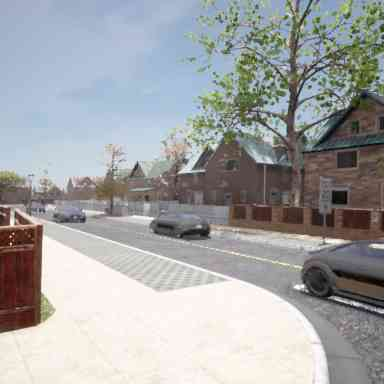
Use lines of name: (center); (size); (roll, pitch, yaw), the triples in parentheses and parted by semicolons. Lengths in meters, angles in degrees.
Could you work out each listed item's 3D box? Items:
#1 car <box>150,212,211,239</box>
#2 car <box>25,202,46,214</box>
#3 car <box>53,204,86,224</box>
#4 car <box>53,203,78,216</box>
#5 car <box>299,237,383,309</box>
car: (-0.766, 1.814, 19.186); (1.994, 1.385, 4.181); (2, -2, -34)
car: (-19.928, 2.000, 42.347); (1.994, 1.385, 4.181); (2, -2, -34)
car: (-10.411, 1.883, 28.154); (1.994, 1.385, 4.181); (2, -2, -34)
car: (-15.692, 2.122, 41.174); (1.994, 1.385, 4.181); (2, -2, -34)
car: (4.260, 1.606, 6.521); (1.994, 1.385, 4.181); (1, -1, -34)
